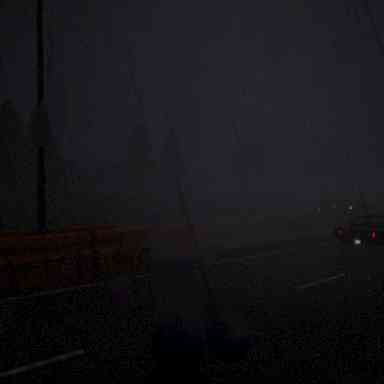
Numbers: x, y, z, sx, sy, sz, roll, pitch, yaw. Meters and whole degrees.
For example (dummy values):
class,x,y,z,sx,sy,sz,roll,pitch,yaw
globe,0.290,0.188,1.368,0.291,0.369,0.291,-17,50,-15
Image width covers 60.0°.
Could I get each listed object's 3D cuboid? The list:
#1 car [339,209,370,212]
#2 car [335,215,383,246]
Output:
class,x,y,z,sx,sy,sz,roll,pitch,yaw
car,16.346,1.501,33.942,4.553,1.767,2.097,0,-1,-37
car,8.266,1.650,14.396,4.718,1.301,1.895,0,-1,-37
